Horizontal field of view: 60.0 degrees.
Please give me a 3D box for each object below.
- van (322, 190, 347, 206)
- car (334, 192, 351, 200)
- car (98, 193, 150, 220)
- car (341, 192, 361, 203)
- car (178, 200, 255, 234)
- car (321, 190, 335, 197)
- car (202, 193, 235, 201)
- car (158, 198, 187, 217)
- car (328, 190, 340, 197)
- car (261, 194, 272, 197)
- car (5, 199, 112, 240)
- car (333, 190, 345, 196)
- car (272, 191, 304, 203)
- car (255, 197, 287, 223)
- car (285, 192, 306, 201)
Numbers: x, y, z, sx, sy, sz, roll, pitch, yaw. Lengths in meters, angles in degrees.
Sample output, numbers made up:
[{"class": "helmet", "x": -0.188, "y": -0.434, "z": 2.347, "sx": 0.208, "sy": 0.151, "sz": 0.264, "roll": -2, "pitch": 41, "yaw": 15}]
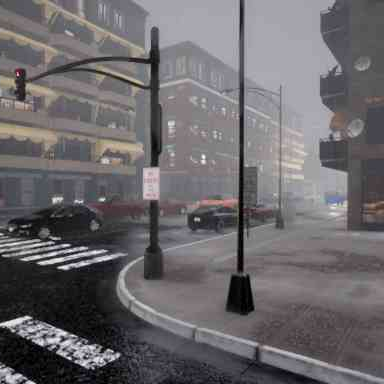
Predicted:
[{"class": "van", "x": 17.474, "y": 0.721, "z": 40.705, "sx": 1.690, "sy": 1.788, "sz": 3.998, "roll": 2, "pitch": 2, "yaw": 35}, {"class": "car", "x": 25.914, "y": 0.696, "z": 57.244, "sx": 1.895, "sy": 1.301, "sz": 4.718, "roll": 1, "pitch": 1, "yaw": 35}, {"class": "car", "x": -5.375, "y": 1.032, "z": 22.766, "sx": 2.192, "sy": 1.841, "sz": 5.009, "roll": 2, "pitch": 2, "yaw": 35}, {"class": "car", "x": 23.878, "y": 0.764, "z": 49.824, "sx": 1.887, "sy": 1.381, "sz": 4.507, "roll": 2, "pitch": 2, "yaw": 35}, {"class": "car", "x": 1.456, "y": 1.348, "z": 17.922, "sx": 1.947, "sy": 1.339, "sz": 4.313, "roll": 2, "pitch": 2, "yaw": 35}, {"class": "car", "x": 29.857, "y": 0.379, "z": 72.905, "sx": 1.887, "sy": 1.381, "sz": 4.507, "roll": 2, "pitch": 2, "yaw": 35}, {"class": "car", "x": 2.147, "y": 0.952, "z": 28.992, "sx": 2.097, "sy": 1.767, "sz": 4.553, "roll": 1, "pitch": 1, "yaw": 35}, {"class": "car", "x": -2.174, "y": 1.181, "z": 27.330, "sx": 1.887, "sy": 1.381, "sz": 4.507, "roll": 2, "pitch": 2, "yaw": 35}, {"class": "car", "x": 33.060, "y": 0.337, "z": 77.463, "sx": 1.802, "sy": 1.307, "sz": 4.206, "roll": 2, "pitch": 2, "yaw": 35}, {"class": "car", "x": 10.638, "y": 0.881, "z": 45.560, "sx": 1.947, "sy": 1.339, "sz": 4.313, "roll": 2, "pitch": 2, "yaw": 35}, {"class": "car", "x": -6.489, "y": 1.332, "z": 16.306, "sx": 1.837, "sy": 1.490, "sz": 4.892, "roll": 0, "pitch": 1, "yaw": 32}, {"class": "car", "x": 36.263, "y": 0.257, "z": 82.020, "sx": 1.802, "sy": 1.307, "sz": 4.206, "roll": 2, "pitch": 2, "yaw": 35}, {"class": "car", "x": 12.880, "y": 0.684, "z": 44.176, "sx": 2.097, "sy": 1.767, "sz": 4.553, "roll": 1, "pitch": 1, "yaw": 36}, {"class": "car", "x": 4.659, "y": 1.283, "z": 22.480, "sx": 1.802, "sy": 1.307, "sz": 4.206, "roll": 2, "pitch": 2, "yaw": 35}, {"class": "car", "x": 17.044, "y": 0.720, "z": 54.675, "sx": 1.947, "sy": 1.339, "sz": 4.313, "roll": 2, "pitch": 2, "yaw": 35}]
